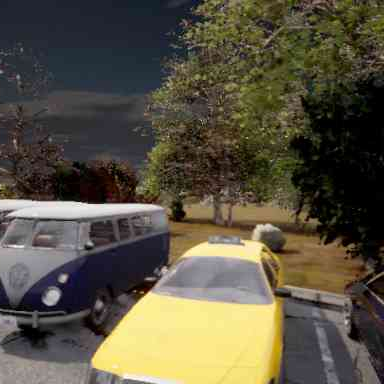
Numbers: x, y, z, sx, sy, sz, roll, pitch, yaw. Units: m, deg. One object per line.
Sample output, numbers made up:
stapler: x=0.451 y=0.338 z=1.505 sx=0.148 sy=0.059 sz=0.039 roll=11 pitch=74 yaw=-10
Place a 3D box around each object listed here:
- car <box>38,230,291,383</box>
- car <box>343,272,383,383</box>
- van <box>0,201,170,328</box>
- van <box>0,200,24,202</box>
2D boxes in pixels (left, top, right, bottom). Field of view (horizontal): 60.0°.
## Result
car: x=0.454 y=1.476 z=4.966 sx=1.946 sy=1.575 sz=5.366 roll=1 pitch=0 yaw=16
car: x=2.928 y=1.517 z=3.446 sx=2.163 sy=1.488 sz=4.792 roll=0 pitch=-1 yaw=16
van: x=-1.945 y=1.248 z=6.766 sx=1.878 sy=1.987 sz=4.442 roll=1 pitch=-1 yaw=16
van: x=-4.370 y=1.242 z=8.496 sx=1.878 sy=1.987 sz=4.442 roll=1 pitch=-1 yaw=16
